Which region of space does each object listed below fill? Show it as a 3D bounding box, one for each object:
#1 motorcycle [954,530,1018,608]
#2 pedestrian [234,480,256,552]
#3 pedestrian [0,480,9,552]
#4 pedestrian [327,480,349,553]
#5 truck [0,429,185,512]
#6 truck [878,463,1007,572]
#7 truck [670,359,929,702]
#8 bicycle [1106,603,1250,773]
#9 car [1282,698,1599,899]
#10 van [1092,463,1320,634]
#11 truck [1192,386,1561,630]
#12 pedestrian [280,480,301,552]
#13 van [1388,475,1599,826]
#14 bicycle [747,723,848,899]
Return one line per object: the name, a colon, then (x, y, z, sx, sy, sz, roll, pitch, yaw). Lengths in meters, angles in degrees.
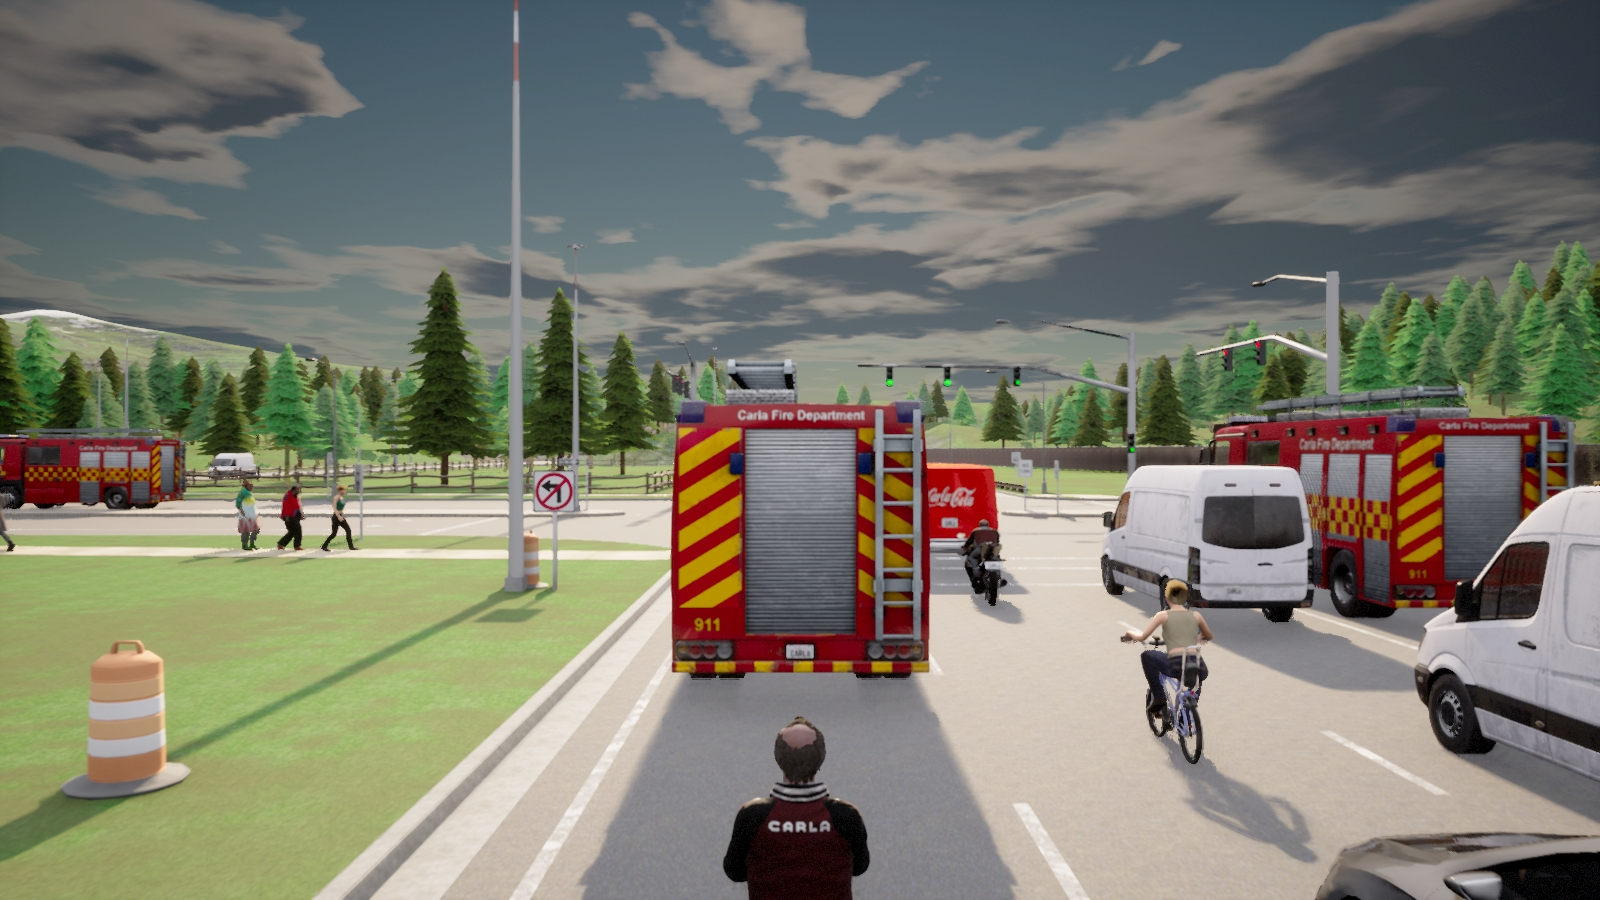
motorcycle: (3.494, 2.222, 21.661, 0.867, 1.251, 2.209, 0, 0, 0)
pedestrian: (-14.557, 1.720, 29.988, 0.375, 1.860, 0.375, 0, 0, 6)
pedestrian: (-20.975, 1.719, 29.825, 0.375, 1.860, 0.375, 0, 0, 6)
pedestrian: (-12.009, 1.719, 29.697, 0.375, 1.860, 0.375, 0, 0, 7)
truck: (-34.189, 0.931, 54.260, 8.468, 3.827, 2.891, 0, 0, 1)
truck: (3.493, 1.590, 29.130, 2.627, 2.467, 5.204, 0, 0, 0)
truck: (-0.010, 0.904, 17.011, 2.891, 3.827, 8.468, 0, 0, 0)
bicycle: (3.484, 2.167, 10.670, 0.859, 1.277, 1.487, 0, 0, 0)
car: (3.499, 2.070, 4.047, 1.816, 1.474, 4.193, 0, 0, 0)
van: (6.991, 1.550, 20.503, 1.988, 2.561, 5.915, 0, 0, 0)
truck: (10.489, 0.908, 22.149, 2.891, 3.827, 8.468, 0, 0, 0)
pedestrian: (-13.311, 1.719, 29.855, 0.375, 1.860, 0.375, 0, 0, 6)
van: (6.993, 1.542, 8.690, 1.988, 2.561, 5.915, 0, 0, 0)
bicycle: (-0.008, 2.065, 4.649, 0.329, 1.471, 1.835, 0, 0, 0)
